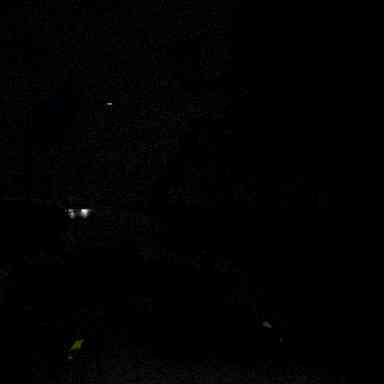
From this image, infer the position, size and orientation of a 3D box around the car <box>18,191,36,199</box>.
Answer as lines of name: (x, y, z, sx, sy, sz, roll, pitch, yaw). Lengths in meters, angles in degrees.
car: (-35.228, 0.586, 70.871, 5.008, 1.535, 1.882, 1, 0, 37)

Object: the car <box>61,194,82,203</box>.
car: (-21.349, 1.091, 58.789, 1.837, 1.490, 4.892, 1, 1, -41)

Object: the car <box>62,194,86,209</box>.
car: (-14.831, 1.271, 42.211, 1.882, 1.535, 5.008, 1, 0, -30)
